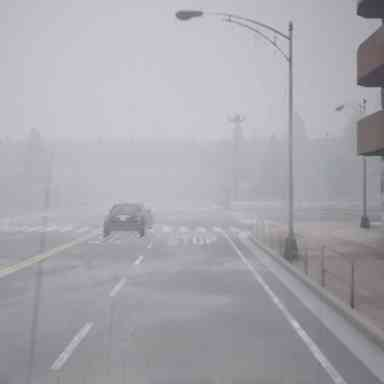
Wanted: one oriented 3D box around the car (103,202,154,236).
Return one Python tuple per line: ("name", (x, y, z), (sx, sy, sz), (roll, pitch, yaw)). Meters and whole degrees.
("car", (-3.394, 1.355, 18.543), (2.097, 1.767, 4.553), (0, 0, 0))
